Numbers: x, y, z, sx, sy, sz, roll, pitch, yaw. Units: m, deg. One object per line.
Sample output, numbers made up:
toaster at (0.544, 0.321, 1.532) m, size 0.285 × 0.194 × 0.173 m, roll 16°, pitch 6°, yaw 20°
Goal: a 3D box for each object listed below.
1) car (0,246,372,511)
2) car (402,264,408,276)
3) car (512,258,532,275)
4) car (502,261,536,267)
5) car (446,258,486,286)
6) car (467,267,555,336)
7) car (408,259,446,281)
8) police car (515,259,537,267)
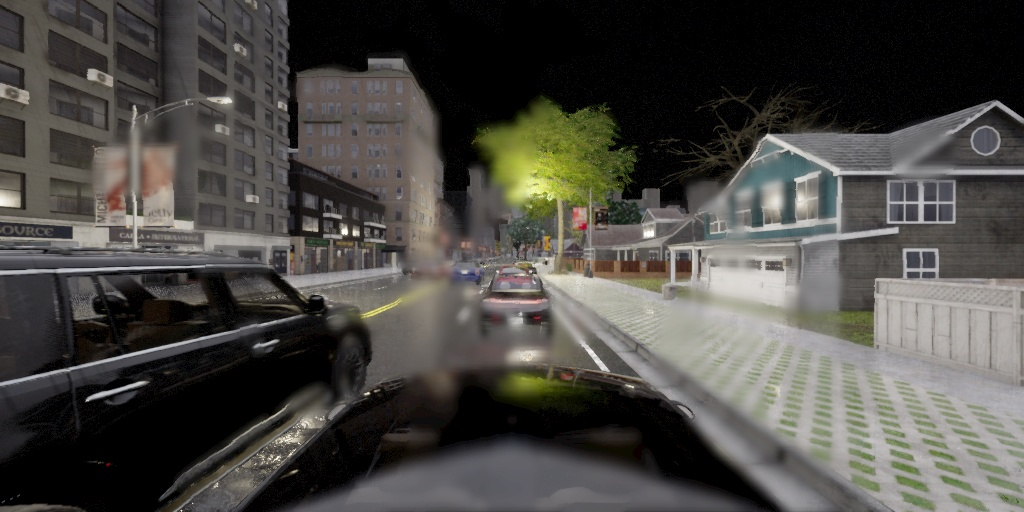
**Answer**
car at (-3.146, 0.970, 2.967) m, size 2.150 × 2.045 × 5.566 m, roll 0°, pitch 0°, yaw 0°
car at (-9.804, 1.223, 36.920) m, size 1.837 × 1.490 × 4.892 m, roll 0°, pitch 0°, yaw 0°
car at (1.023, 1.065, 39.459) m, size 2.097 × 1.767 × 4.553 m, roll 0°, pitch 0°, yaw 0°
car at (0.124, 1.217, 19.869) m, size 1.882 × 1.535 × 5.008 m, roll 0°, pitch 0°, yaw 0°
car at (-3.113, 1.087, 25.507) m, size 2.097 × 1.767 × 4.553 m, roll 0°, pitch 0°, yaw -1°
car at (0.114, 1.238, 10.366) m, size 2.128 × 1.511 × 4.902 m, roll 0°, pitch 0°, yaw 0°
car at (-6.563, 1.080, 29.215) m, size 2.097 × 1.767 × 4.553 m, roll 0°, pitch 0°, yaw 0°
police car at (1.011, 1.153, 29.598) m, size 1.930 × 1.638 × 5.238 m, roll 0°, pitch 0°, yaw 0°
